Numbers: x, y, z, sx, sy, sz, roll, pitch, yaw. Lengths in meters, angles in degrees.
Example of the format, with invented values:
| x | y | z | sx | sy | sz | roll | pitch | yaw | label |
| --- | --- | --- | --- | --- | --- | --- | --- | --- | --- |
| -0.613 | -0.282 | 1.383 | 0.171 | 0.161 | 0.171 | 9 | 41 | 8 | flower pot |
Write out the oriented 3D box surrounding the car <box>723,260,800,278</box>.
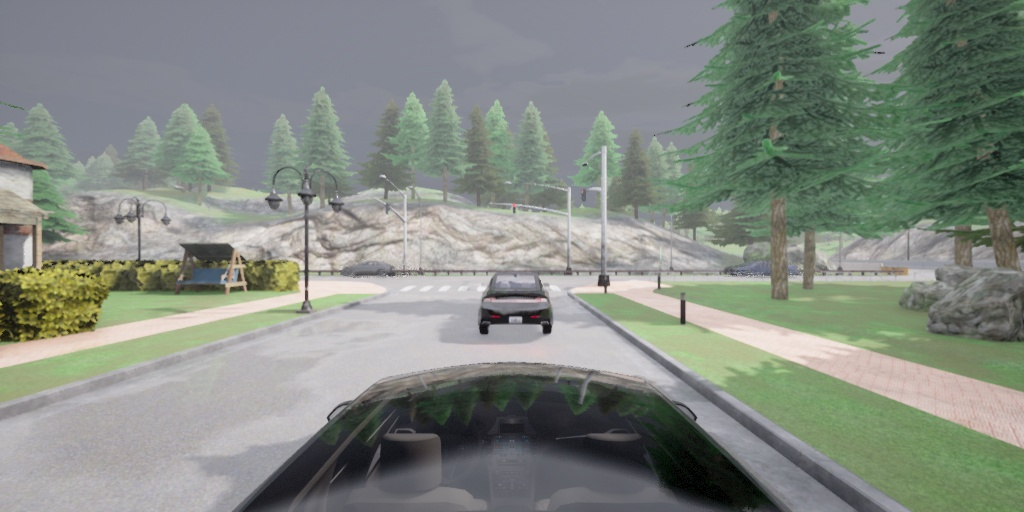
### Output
| x | y | z | sx | sy | sz | roll | pitch | yaw | label |
| --- | --- | --- | --- | --- | --- | --- | --- | --- | --- |
| 20.500 | 1.057 | 29.560 | 5.357 | 1.411 | 2.033 | 0 | 0 | 0 | car |

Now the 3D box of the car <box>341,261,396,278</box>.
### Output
| x | y | z | sx | sy | sz | roll | pitch | yaw | label |
| --- | --- | --- | --- | --- | --- | --- | --- | --- | --- |
| -11.834 | 1.075 | 29.697 | 4.181 | 1.385 | 1.994 | 0 | 0 | 0 | car |

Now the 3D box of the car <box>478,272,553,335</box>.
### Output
| x | y | z | sx | sy | sz | roll | pitch | yaw | label |
| --- | --- | --- | --- | --- | --- | --- | --- | --- | --- |
| 0.103 | 1.217 | 10.468 | 2.128 | 1.511 | 4.902 | 0 | 0 | 1 | car |
